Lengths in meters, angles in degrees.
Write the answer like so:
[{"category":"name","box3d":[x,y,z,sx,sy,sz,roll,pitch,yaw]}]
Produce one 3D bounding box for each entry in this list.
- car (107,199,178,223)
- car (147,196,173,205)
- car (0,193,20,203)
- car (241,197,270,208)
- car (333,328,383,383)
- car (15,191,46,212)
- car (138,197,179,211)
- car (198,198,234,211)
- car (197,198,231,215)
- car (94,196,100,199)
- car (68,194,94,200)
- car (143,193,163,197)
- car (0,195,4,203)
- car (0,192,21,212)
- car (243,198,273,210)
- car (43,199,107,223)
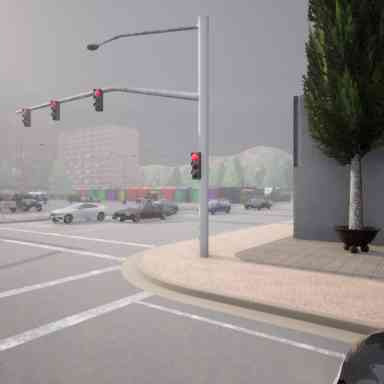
[{"category":"car","box3d":[-3.750,1.547,26.310,2.033,1.411,5.357,0,0,36]},{"category":"car","box3d":[-5.287,1.395,54.909,3.806,1.475,1.970,0,0,35]},{"category":"car","box3d":[-36.798,1.153,66.784,4.605,1.855,1.932,0,0,35]},{"category":"car","box3d":[9.654,1.547,50.108,2.033,1.411,5.357,0,0,37]},{"category":"car","box3d":[3.319,1.492,1.599,4.902,1.511,2.128,0,0,36]},{"category":"car","box3d":[-18.250,1.156,36.495,3.866,1.878,1.905,0,0,35]},{"category":"car","box3d":[-3.205,1.526,32.917,1.812,1.442,4.674,0,0,37]},{"category":"car","box3d":[3.008,1.491,41.268,2.128,1.511,4.902,0,0,37]},{"category":"car","box3d":[2.391,1.526,34.575,1.812,1.442,4.674,0,0,37]},{"category":"car","box3d":[-19.569,1.364,64.964,3.905,1.438,1.784,0,0,35]},{"category":"car","box3d":[-21.292,1.153,62.635,4.605,1.855,1.932,0,0,35]},{"category":"car","box3d":[-6.965,1.156,52.549,3.866,1.878,1.905,0,0,35]},{"category":"car","box3d":[-38.304,1.364,64.563,3.905,1.438,1.784,0,0,35]},{"category":"car","box3d":[-19.964,1.153,34.162,4.605,1.855,1.932,0,0,35]},{"category":"car","box3d":[8.684,1.547,43.017,2.033,1.411,5.357,0,0,37]},{"category":"car","box3d":[-8.589,1.526,25.573,1.812,1.442,4.674,0,0,38]}]
